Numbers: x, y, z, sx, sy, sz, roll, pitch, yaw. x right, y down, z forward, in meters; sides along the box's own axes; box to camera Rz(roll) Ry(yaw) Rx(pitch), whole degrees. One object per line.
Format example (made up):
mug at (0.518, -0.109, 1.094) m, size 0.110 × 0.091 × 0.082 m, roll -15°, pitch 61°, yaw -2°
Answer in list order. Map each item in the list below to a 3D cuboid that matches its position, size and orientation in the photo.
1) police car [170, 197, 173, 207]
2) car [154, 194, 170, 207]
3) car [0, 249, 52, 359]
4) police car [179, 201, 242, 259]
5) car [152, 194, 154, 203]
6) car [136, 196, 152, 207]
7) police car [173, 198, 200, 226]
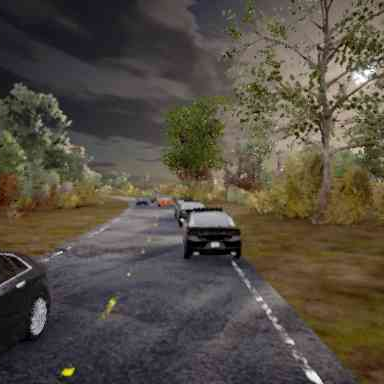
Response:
police car at (-0.581, 1.308, 28.686) m, size 1.930 × 1.638 × 5.238 m, roll 0°, pitch 0°, yaw -6°
car at (-3.955, 1.159, 47.899) m, size 2.097 × 1.767 × 4.553 m, roll 0°, pitch 0°, yaw -9°
car at (-3.186, 1.493, 3.619) m, size 1.837 × 1.490 × 4.892 m, roll 0°, pitch 0°, yaw -1°
police car at (0.587, 1.373, 12.603) m, size 1.930 × 1.638 × 5.238 m, roll 0°, pitch 0°, yaw -3°
car at (-6.642, 1.102, 62.224) m, size 2.097 × 1.767 × 4.553 m, roll 0°, pitch 0°, yaw -12°
car at (-7.026, 1.416, 46.999) m, size 1.895 × 1.301 × 4.718 m, roll 0°, pitch 0°, yaw -9°
police car at (-0.044, 1.332, 22.662) m, size 1.930 × 1.638 × 5.238 m, roll 0°, pitch 0°, yaw -5°
